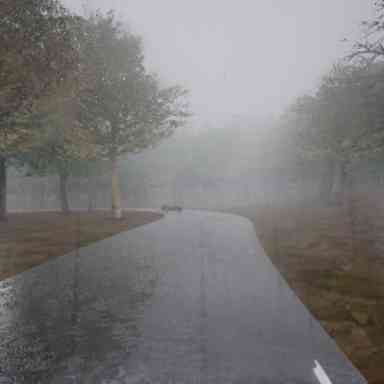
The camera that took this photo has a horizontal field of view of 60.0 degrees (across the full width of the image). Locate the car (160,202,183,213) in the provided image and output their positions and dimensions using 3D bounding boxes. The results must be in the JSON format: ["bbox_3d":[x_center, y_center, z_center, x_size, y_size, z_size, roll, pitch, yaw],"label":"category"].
[{"bbox_3d":[-2.590,1.877,41.389,1.895,1.301,4.718,0,-1,-18],"label":"car"}]
